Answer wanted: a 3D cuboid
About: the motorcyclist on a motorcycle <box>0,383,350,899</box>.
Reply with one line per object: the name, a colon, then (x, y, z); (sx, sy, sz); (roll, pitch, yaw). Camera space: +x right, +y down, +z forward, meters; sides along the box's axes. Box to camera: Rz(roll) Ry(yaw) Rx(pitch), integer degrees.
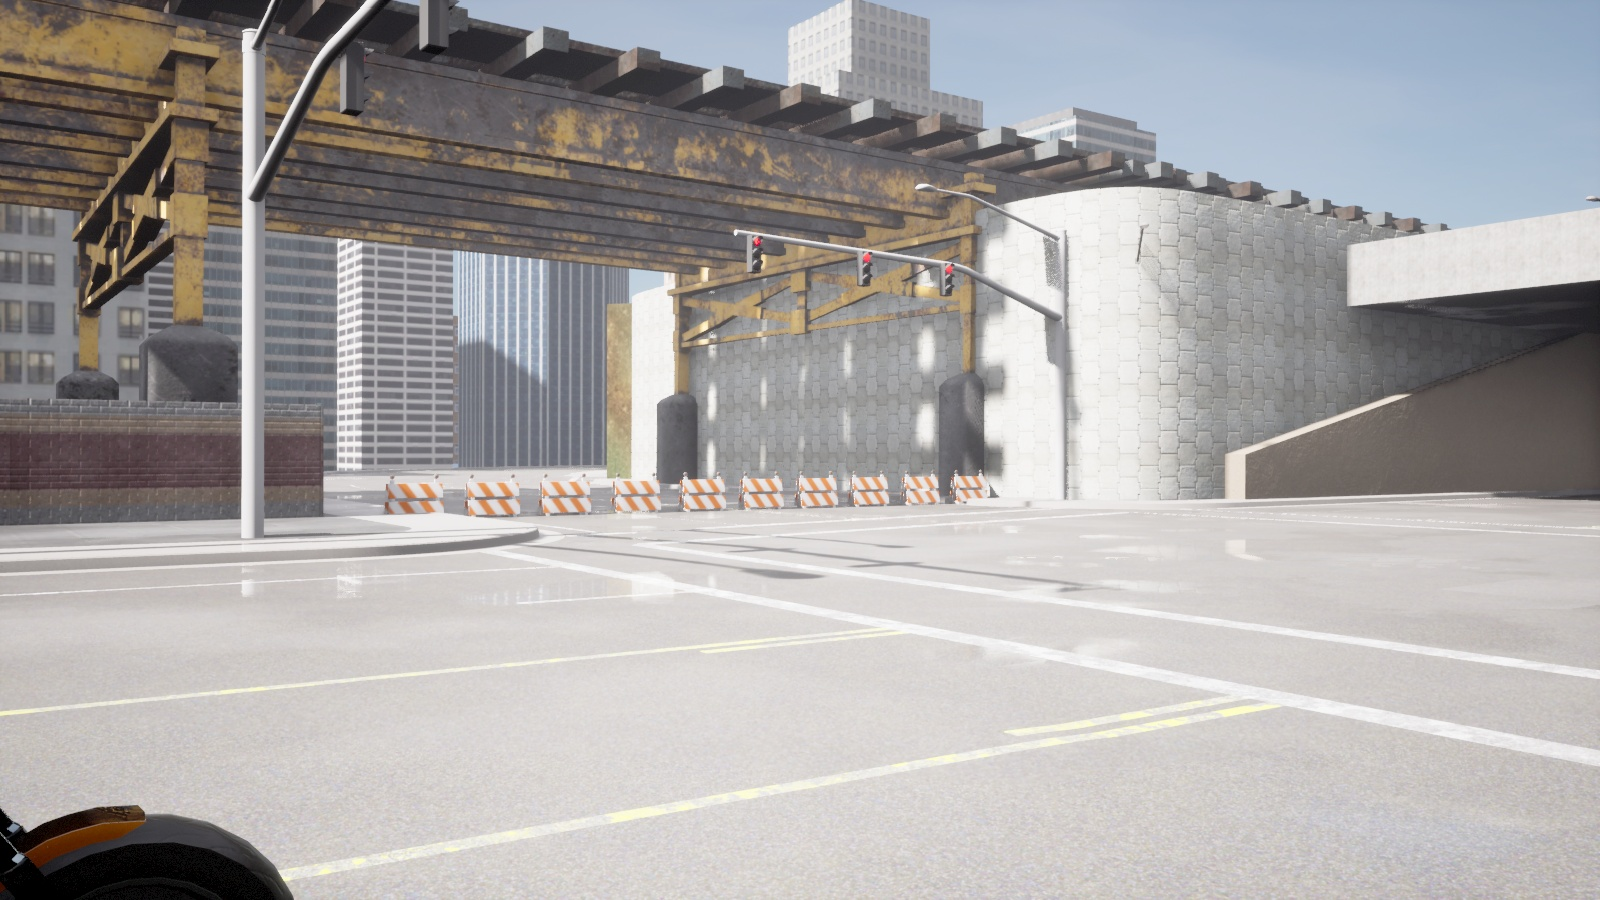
motorcyclist on a motorcycle: (-2.109, 0.705, 2.229); (2.350, 1.649, 0.766); (0, 0, -34)
